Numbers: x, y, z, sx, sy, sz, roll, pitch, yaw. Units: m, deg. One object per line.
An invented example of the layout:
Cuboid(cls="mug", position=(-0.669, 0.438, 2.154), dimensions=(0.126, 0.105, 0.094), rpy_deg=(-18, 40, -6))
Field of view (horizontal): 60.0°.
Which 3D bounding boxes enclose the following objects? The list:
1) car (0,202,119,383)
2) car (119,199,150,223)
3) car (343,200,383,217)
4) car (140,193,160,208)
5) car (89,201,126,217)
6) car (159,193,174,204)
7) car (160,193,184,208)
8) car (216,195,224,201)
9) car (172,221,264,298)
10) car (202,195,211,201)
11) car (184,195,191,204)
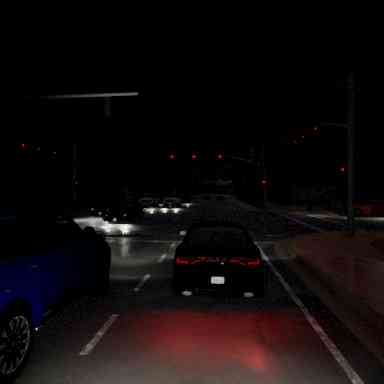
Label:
Cuboid(cls="car", position=(-3.069, 1.221, 5.509), dimensions=(2.150, 2.045, 5.566), rpy_deg=(0, 0, 3))
Cuboid(cls="car", position=(-5.081, 1.547, 25.793), dimensions=(2.033, 1.411, 5.357), rpy_deg=(0, 0, 6))
Cuboid(cls="car", position=(16.775, 1.478, 30.962), dimensions=(5.008, 1.535, 1.882), rpy_deg=(0, 0, 5))
Cuboid(cls="car", position=(-6.320, 1.221, 49.441), dimensions=(2.150, 2.045, 5.566), rpy_deg=(0, 0, 5))
Cuboid(cls="car", position=(-7.938, 1.601, 31.855), dimensions=(1.895, 1.301, 4.718), rpy_deg=(0, 0, 7))
Cuboid(cls="car", position=(-4.954, 1.220, 65.264), dimensions=(2.150, 2.045, 5.566), rpy_deg=(0, 0, 5))
Cuboid(cls="car", position=(-2.850, 1.222, 48.952), dimensions=(2.150, 2.045, 5.566), rpy_deg=(0, 0, 5))
Cuboid(cls="car", position=(7.210, 1.553, 84.535), dimensions=(1.994, 1.385, 4.181), rpy_deg=(0, 0, 5))
Cuboid(cls="car", position=(0.654, 1.478, 8.615), dimensions=(1.882, 1.535, 5.008), rpy_deg=(0, 0, 4))
Cuboid(cls="car", position=(3.715, 1.524, 84.742), dimensions=(1.812, 1.442, 4.674), rpy_deg=(0, 0, 5))
Cuboid(cls="car", position=(-1.497, 1.352, 64.668), dimensions=(2.097, 1.767, 4.553), rpy_deg=(0, 0, 5))
